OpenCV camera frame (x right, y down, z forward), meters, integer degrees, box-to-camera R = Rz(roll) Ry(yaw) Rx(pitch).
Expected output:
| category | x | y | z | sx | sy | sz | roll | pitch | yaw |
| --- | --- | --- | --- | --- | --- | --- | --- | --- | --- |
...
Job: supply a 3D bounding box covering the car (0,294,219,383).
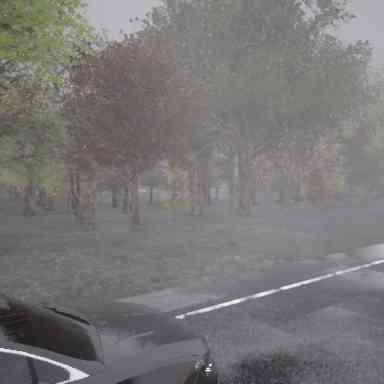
| category | x | y | z | sx | sy | sz | roll | pitch | yaw |
| --- | --- | --- | --- | --- | --- | --- | --- | --- | --- |
| car | -2.002 | 1.509 | 2.317 | 4.892 | 1.490 | 1.837 | -1 | 0 | -35 |
